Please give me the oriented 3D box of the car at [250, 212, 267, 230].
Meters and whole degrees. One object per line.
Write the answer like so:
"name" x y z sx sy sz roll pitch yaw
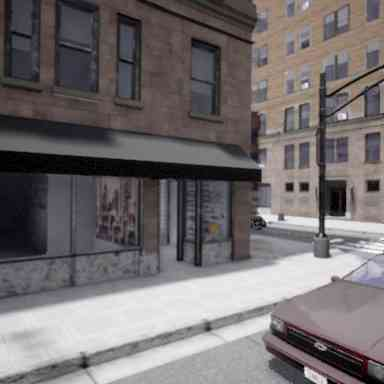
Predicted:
"car" 2.472 1.555 20.102 1.994 1.385 4.181 1 0 -36

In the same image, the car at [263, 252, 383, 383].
"car" 3.586 1.580 4.885 5.357 1.411 2.033 0 0 -31
